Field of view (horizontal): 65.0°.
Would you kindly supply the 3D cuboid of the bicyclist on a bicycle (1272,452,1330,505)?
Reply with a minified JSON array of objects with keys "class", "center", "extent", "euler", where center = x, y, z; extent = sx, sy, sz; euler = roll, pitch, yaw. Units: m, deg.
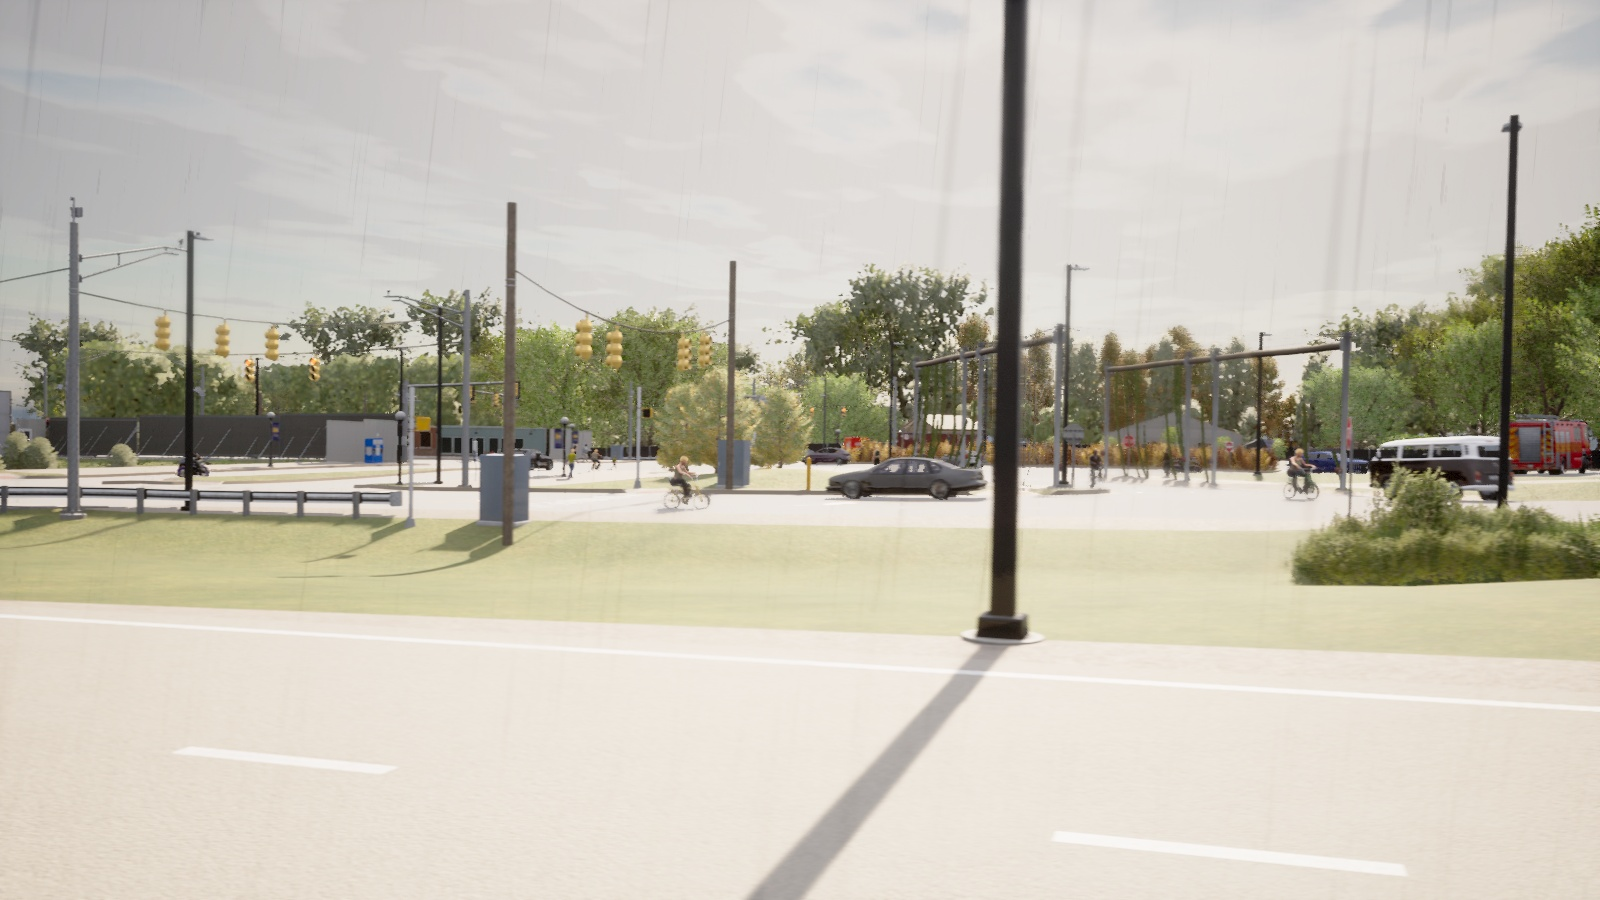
[{"class":"bicyclist on a bicycle","center":[15.657,0.874,39.295],"extent":[0.866,1.612,1.509],"euler":[1,-1,-22]}]

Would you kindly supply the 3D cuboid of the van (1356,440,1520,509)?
[{"class":"van","center":[20.204,0.771,39.983],"extent":[2.069,2.038,4.480],"euler":[1,-1,-18]}]

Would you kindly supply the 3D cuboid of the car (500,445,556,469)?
[{"class":"car","center":[-19.798,0.544,91.738],"extent":[2.033,1.649,4.856],"euler":[1,0,14]}]

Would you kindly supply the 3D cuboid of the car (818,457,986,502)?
[{"class":"car","center":[3.466,0.973,42.540],"extent":[5.357,1.411,2.033],"euler":[0,1,18]}]

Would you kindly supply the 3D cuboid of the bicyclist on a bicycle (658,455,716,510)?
[{"class":"bicyclist on a bicycle","center":[-3.364,0.952,37.389],"extent":[1.509,1.612,0.866],"euler":[0,1,18]}]

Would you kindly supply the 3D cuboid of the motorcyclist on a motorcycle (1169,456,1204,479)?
[{"class":"motorcyclist on a motorcycle","center":[26.905,1.210,87.420],"extent":[2.191,1.530,0.866],"euler":[1,1,41]}]

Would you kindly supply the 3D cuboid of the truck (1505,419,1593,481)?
[{"class":"truck","center":[48.669,0.024,81.451],"extent":[8.468,3.827,2.891],"euler":[0,-1,-45]}]

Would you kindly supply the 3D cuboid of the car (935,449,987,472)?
[{"class":"car","center":[12.323,0.798,96.377],"extent":[2.007,1.525,4.514],"euler":[0,2,-21]}]

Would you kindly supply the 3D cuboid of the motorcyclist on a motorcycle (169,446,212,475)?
[{"class":"motorcyclist on a motorcycle","center":[-33.603,0.570,69.246],"extent":[0.866,1.530,2.191],"euler":[1,1,19]}]

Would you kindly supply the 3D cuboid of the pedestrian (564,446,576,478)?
[{"class":"pedestrian","center":[-13.251,0.674,72.382],"extent":[0.354,1.836,0.706],"euler":[2,1,15]}]

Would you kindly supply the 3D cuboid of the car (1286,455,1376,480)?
[{"class":"car","center":[33.257,1.083,78.781],"extent":[1.882,1.535,5.008],"euler":[0,0,-34]}]
